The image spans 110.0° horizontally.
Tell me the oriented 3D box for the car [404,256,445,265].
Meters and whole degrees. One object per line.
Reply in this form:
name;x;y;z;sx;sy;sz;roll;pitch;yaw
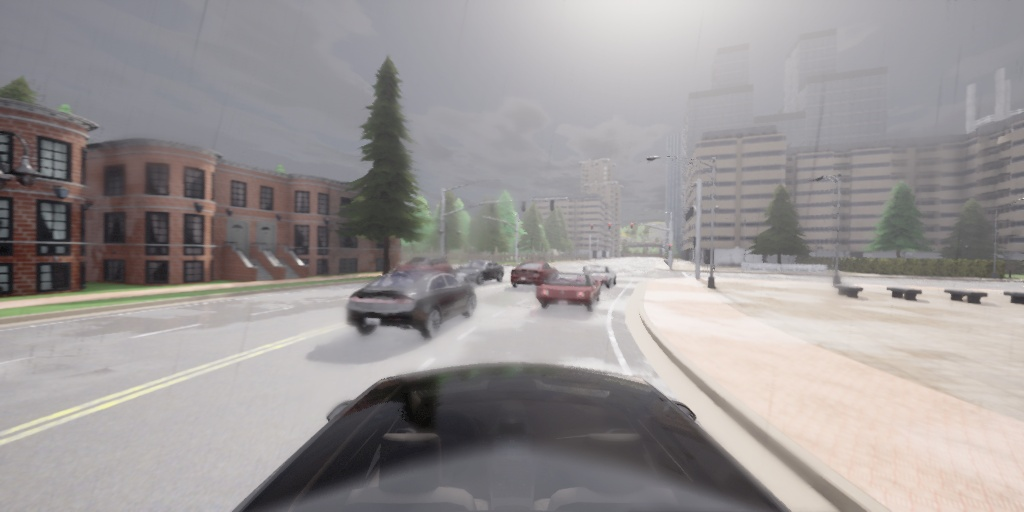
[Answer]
car;-5.691;0.795;23.038;2.097;1.767;4.553;1;1;21

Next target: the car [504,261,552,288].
car;1.462;1.055;21.704;1.882;1.535;5.008;1;1;20

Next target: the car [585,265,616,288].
car;5.437;1.236;22.691;1.895;1.301;4.718;1;1;23

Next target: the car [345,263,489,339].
car;-2.382;1.123;9.729;2.128;1.511;4.902;1;1;11

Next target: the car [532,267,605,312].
car;2.387;1.270;14.044;1.895;1.301;4.718;1;1;18

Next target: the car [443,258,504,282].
car;-2.054;1.003;22.784;2.128;1.511;4.902;1;0;21
